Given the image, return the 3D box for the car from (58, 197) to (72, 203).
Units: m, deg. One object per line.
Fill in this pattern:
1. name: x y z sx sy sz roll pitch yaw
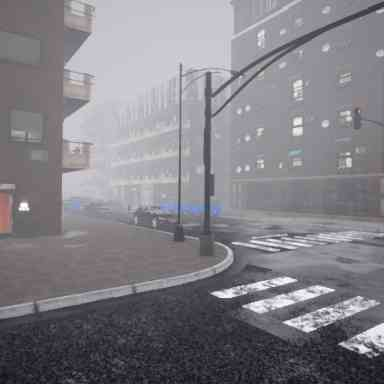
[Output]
1. car: -27.637 1.726 72.163 1.887 1.381 4.507 1 -1 -35

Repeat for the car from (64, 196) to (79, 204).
1. car: -24.460 1.613 67.559 1.967 1.590 4.097 1 -1 -35

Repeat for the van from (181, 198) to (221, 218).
1. van: 0.953 1.438 30.719 1.690 1.788 3.998 1 -1 -35

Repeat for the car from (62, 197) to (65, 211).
1. car: -15.065 1.580 40.059 2.008 1.369 4.403 1 -1 -35

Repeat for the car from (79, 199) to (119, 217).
1. car: -8.712 1.591 30.849 1.802 1.307 4.206 1 -1 -35

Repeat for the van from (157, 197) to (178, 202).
1. van: -2.224 1.449 35.324 1.690 1.788 3.998 1 -1 -35

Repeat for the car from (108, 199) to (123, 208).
1. car: -11.755 1.682 49.138 1.887 1.381 4.507 1 -1 -35

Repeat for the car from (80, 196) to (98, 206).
1. car: -18.107 1.596 58.349 1.967 1.590 4.097 1 -1 -35

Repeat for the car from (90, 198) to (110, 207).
1. car: -14.931 1.729 53.742 1.802 1.307 4.206 1 -1 -35

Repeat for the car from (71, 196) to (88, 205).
1. car: -21.283 1.604 62.954 1.967 1.590 4.097 1 -1 -35

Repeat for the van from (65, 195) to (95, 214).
1. van: -11.886 1.360 35.455 1.690 1.788 3.998 1 -1 -35

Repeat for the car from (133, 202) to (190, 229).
1. car: -2.358 1.539 21.639 2.008 1.369 4.403 1 -1 -35
